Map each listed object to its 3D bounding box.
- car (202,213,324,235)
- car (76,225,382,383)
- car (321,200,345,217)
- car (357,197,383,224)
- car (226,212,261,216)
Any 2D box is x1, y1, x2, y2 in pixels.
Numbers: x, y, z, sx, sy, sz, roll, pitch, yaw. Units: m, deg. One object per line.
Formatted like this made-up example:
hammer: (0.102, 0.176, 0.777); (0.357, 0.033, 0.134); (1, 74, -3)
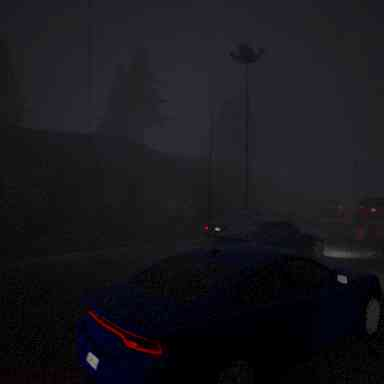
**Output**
car: (2.529, 1.594, 10.899); (4.674, 1.442, 1.812); (0, 0, -43)
car: (0.948, 1.509, 4.841); (5.008, 1.535, 1.882); (0, 0, -39)
car: (14.772, 1.570, 34.779); (2.097, 1.767, 4.553); (0, 0, 26)
car: (14.066, 1.383, 25.645); (2.150, 2.045, 5.566); (0, 0, 30)
car: (2.760, 1.646, 15.953); (2.033, 1.411, 5.357); (0, 0, 43)
